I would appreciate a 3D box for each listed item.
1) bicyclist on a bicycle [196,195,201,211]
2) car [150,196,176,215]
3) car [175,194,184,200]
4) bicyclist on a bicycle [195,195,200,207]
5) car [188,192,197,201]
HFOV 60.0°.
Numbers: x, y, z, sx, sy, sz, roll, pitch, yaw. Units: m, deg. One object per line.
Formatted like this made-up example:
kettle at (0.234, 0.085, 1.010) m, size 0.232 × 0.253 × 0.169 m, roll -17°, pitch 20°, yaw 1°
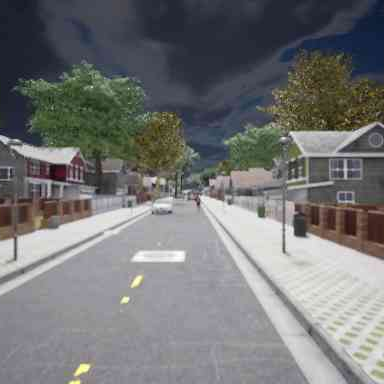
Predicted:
bicyclist on a bicycle at (0.764, 1.299, 36.129) m, size 0.582 × 1.620 × 1.656 m, roll 0°, pitch 0°, yaw 0°
car at (-2.839, 1.389, 32.576) m, size 1.812 × 1.442 × 4.674 m, roll 0°, pitch 0°, yaw 0°
car at (-2.735, 1.117, 74.860) m, size 1.994 × 1.385 × 4.181 m, roll 0°, pitch 0°, yaw 0°
bicyclist on a bicycle at (0.766, 1.257, 45.143) m, size 0.582 × 1.620 × 1.656 m, roll 0°, pitch 0°, yaw 0°
car at (0.014, 1.252, 73.647) m, size 1.994 × 1.385 × 4.181 m, roll 0°, pitch 0°, yaw 0°
